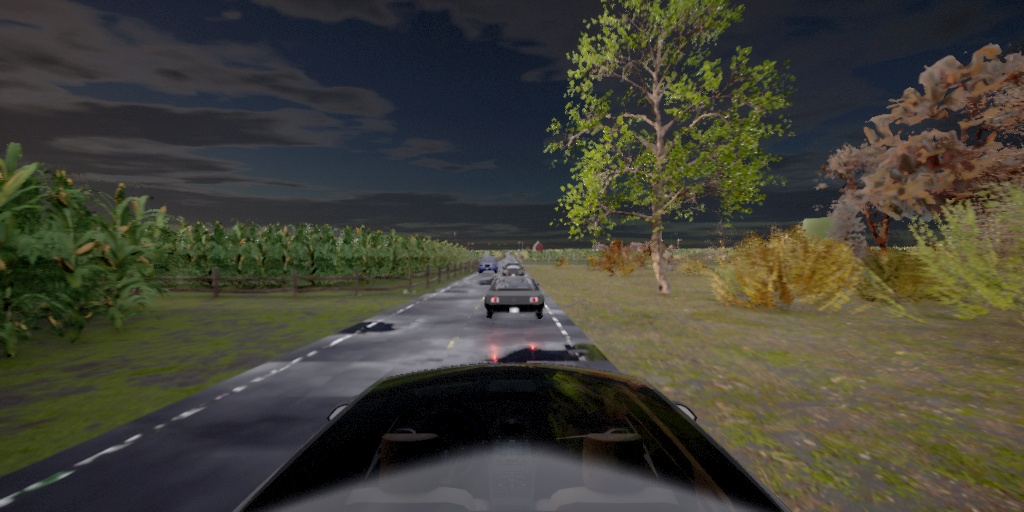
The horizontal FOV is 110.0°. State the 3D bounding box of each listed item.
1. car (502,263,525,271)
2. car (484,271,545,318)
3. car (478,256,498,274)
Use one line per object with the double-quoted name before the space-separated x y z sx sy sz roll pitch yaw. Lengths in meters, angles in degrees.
"car" 0.101 1.355 30.901 1.812 1.442 4.674 0 0 0
"car" 0.087 1.387 13.249 1.895 1.301 4.718 0 0 0
"car" -2.821 1.073 43.773 2.150 2.045 5.566 0 0 1
